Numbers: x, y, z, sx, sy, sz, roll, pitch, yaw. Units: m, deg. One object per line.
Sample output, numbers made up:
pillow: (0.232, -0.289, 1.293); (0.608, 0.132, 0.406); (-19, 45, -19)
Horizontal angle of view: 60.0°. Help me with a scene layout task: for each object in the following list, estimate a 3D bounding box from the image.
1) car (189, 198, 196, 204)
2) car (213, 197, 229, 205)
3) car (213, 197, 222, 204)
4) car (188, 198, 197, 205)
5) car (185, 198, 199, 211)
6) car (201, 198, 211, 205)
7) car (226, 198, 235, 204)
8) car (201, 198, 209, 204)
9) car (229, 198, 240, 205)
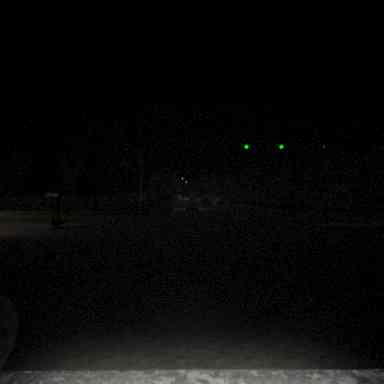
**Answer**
car: (0.042, 2.436, 91.428); (1.837, 1.490, 4.892); (0, -1, 0)
car: (7.037, 2.424, 81.005); (2.128, 1.511, 4.902); (0, -1, 0)
car: (7.042, 2.290, 91.396); (2.097, 1.767, 4.553); (0, -1, 0)
car: (0.037, 2.263, 81.396); (2.097, 1.767, 4.553); (0, -1, 0)
car: (0.023, 2.045, 50.402); (1.882, 1.535, 5.008); (0, -1, 0)
car: (3.537, 2.399, 81.006); (1.837, 1.490, 4.892); (0, -1, 0)
car: (10.542, 2.459, 91.423); (1.812, 1.442, 4.674); (0, -1, 0)
car: (3.542, 2.436, 91.426); (1.837, 1.490, 4.892); (0, -1, 0)
car: (10.537, 2.376, 81.004); (1.882, 1.535, 5.008); (0, -1, 0)
